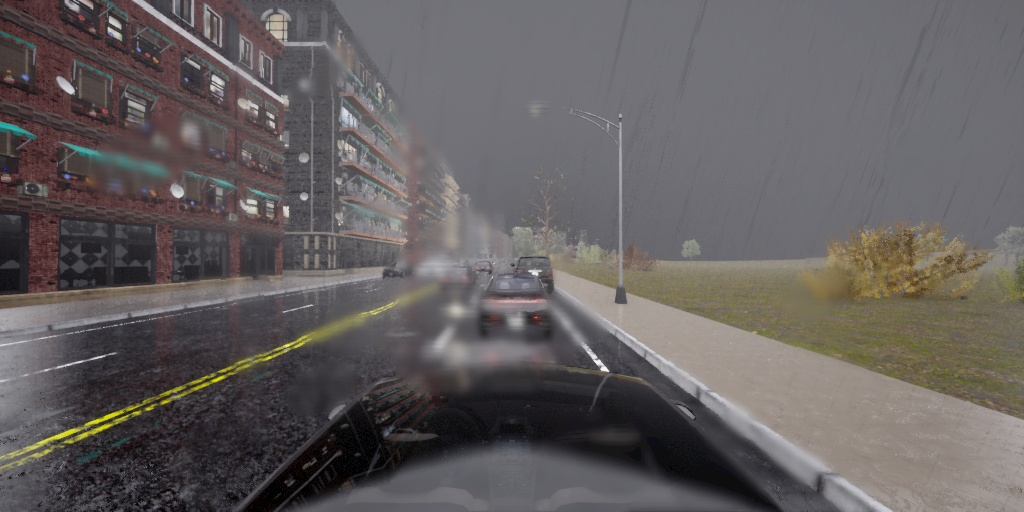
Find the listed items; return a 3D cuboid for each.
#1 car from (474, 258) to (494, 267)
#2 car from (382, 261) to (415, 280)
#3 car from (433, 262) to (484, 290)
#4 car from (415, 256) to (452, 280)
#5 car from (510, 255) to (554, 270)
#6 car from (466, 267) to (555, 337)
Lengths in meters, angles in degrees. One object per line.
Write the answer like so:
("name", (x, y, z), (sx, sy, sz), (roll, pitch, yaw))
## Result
("car", (-3.177, 1.299, 41.526), (2.033, 1.411, 5.357), (0, 0, 0))
("car", (-9.871, 1.229, 31.748), (1.882, 1.535, 5.008), (0, 0, 0))
("car", (-3.164, 1.300, 22.294), (2.033, 1.411, 5.357), (0, 0, 0))
("car", (-6.621, 0.973, 32.040), (2.150, 2.045, 5.566), (0, 0, 0))
("car", (1.125, 0.977, 20.199), (2.150, 2.045, 5.566), (0, 0, 0))
("car", (0.094, 1.243, 10.329), (2.128, 1.511, 4.902), (0, 0, 0))
